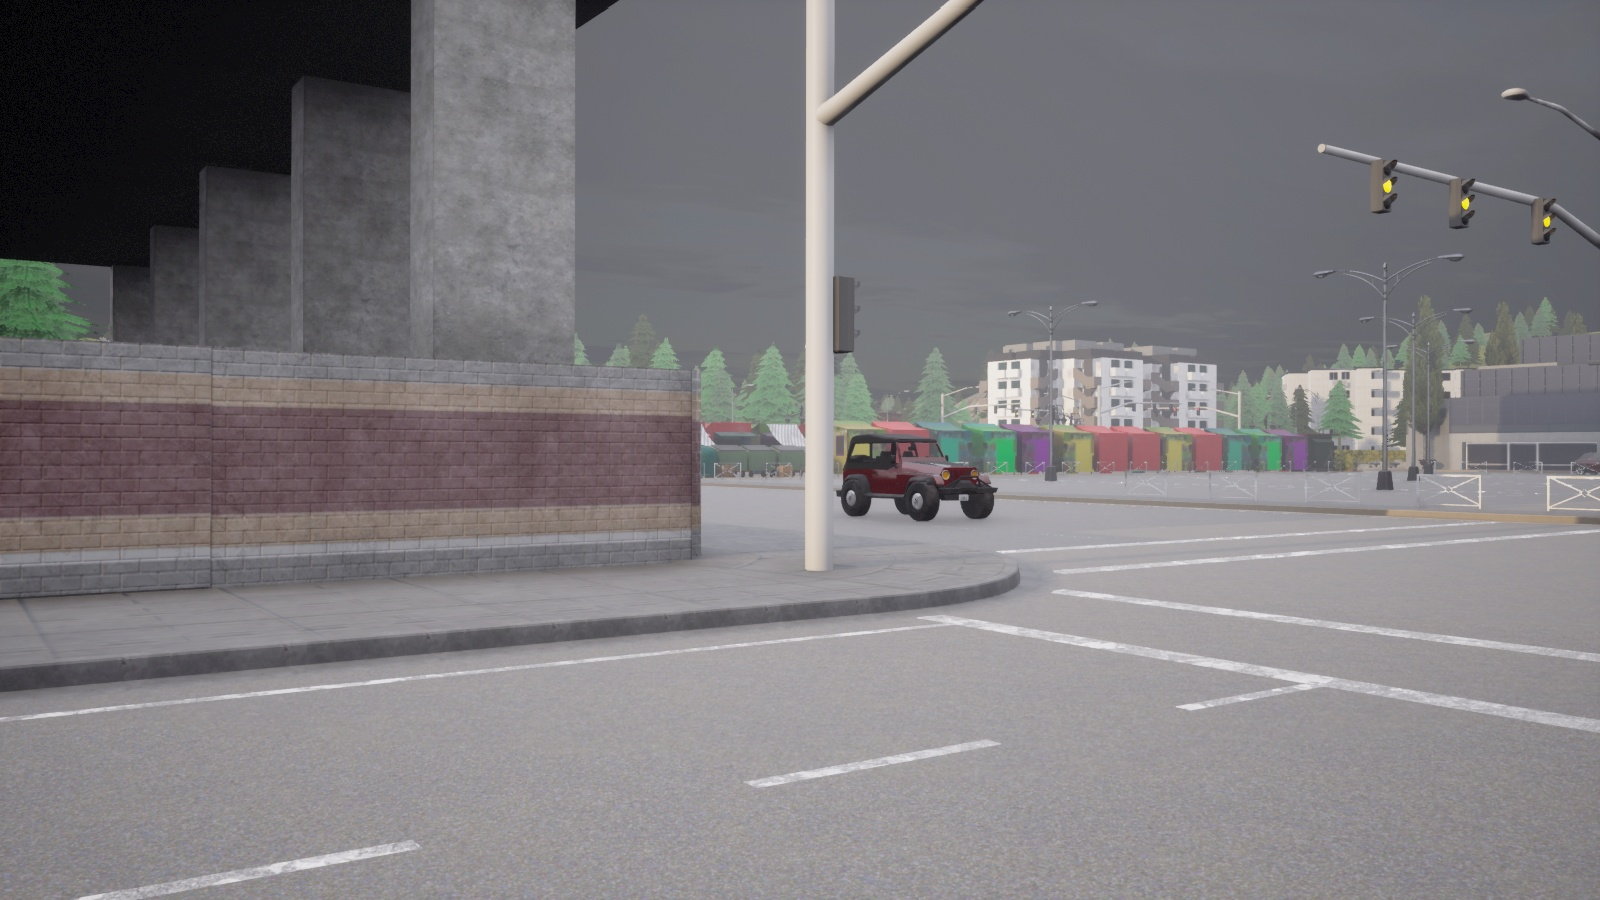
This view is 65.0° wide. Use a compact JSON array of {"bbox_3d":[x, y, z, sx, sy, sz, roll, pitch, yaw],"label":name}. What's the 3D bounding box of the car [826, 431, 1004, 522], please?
[{"bbox_3d":[2.491,0.549,28.043,1.905,1.878,3.866,0,0,-35],"label":"car"}]
